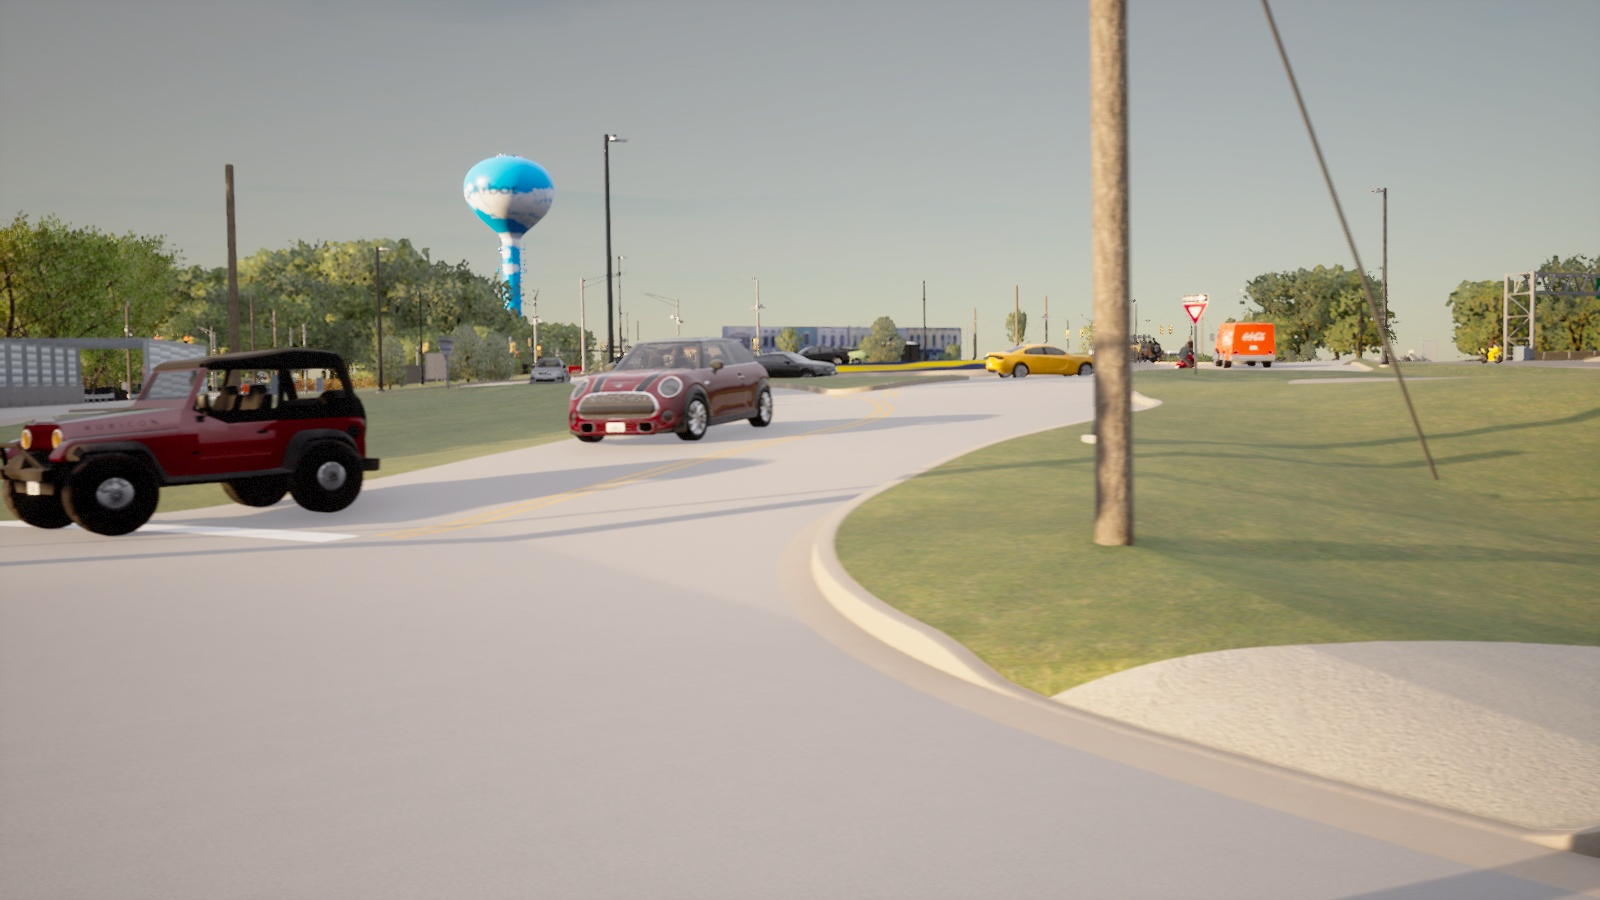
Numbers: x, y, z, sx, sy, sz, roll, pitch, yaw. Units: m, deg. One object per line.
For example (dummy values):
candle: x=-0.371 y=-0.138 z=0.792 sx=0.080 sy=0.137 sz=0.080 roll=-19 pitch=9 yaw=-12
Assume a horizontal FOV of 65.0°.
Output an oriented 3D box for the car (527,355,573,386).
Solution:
car: x=-13.297 y=-4.218 z=67.016 sx=1.851 sy=1.617 sz=3.988 roll=-1 pitch=3 yaw=-4

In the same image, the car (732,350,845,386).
car: x=-0.536 y=-3.633 z=55.967 sx=4.674 sy=1.442 sz=1.812 roll=1 pitch=7 yaw=29

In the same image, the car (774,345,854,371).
car: x=0.929 y=-6.224 z=84.679 sx=5.008 sy=1.535 sz=1.882 roll=-3 pitch=3 yaw=-16

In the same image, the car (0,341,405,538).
car: x=-6.699 y=-0.220 z=14.051 sx=1.905 sy=1.878 sz=3.866 roll=1 pitch=4 yaw=40

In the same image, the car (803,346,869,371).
car: x=2.544 y=-6.560 z=89.888 sx=4.514 sy=1.525 sz=2.007 roll=-2 pitch=2 yaw=-3

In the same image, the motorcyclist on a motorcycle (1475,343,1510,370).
motorcyclist on a motorcycle: x=39.952 y=-5.406 z=72.457 sx=0.797 sy=1.523 sz=2.044 roll=0 pitch=4 yaw=0

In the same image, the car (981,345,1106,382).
car: x=10.694 y=-3.826 z=55.288 sx=5.008 sy=1.535 sz=1.882 roll=-1 pitch=6 yaw=-13

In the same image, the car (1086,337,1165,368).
car: x=20.311 y=-6.136 z=78.540 sx=1.932 sy=1.855 sz=4.605 roll=-2 pitch=5 yaw=-33

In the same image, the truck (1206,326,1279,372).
truck: x=24.819 y=-5.705 z=70.614 sx=2.627 sy=2.467 sz=5.204 roll=0 pitch=6 yaw=6

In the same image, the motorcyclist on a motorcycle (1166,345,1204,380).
motorcyclist on a motorcycle: x=18.429 y=-4.198 z=60.066 sx=0.866 sy=1.590 sz=1.817 roll=9 pitch=8 yaw=43

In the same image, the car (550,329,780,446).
car: x=-2.149 y=-1.145 z=21.587 sx=2.097 sy=1.767 sz=4.553 roll=0 pitch=5 yaw=20
